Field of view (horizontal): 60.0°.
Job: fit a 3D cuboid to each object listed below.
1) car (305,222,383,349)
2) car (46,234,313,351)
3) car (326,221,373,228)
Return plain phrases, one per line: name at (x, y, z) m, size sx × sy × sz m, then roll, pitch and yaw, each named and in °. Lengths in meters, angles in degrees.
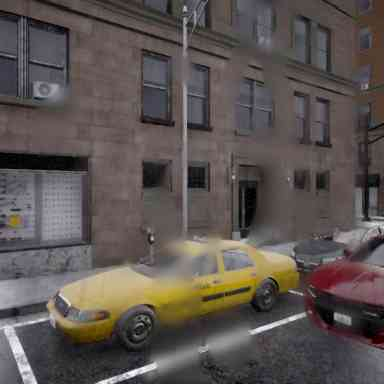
car at (4.102, 1.477, 6.059) m, size 5.008 × 1.535 × 1.882 m, roll 0°, pitch 0°, yaw -36°
car at (-0.033, 1.525, 6.161) m, size 4.829 × 1.417 × 1.752 m, roll 0°, pitch 0°, yaw -35°
car at (4.602, 1.551, 9.459) m, size 4.403 × 1.369 × 2.008 m, roll 0°, pitch 0°, yaw -35°
